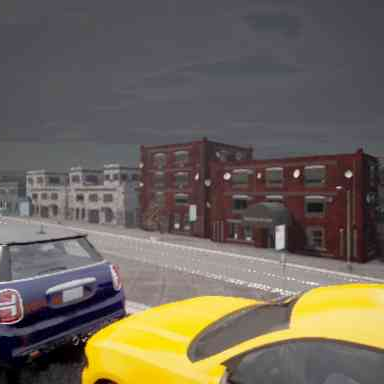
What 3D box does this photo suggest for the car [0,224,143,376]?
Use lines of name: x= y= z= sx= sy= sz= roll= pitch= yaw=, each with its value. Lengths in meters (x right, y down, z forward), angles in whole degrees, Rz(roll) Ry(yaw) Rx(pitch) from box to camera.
car: x=-3.290 y=1.340 z=5.524 sx=4.553 sy=1.767 sz=2.185 roll=0 pitch=0 yaw=35
